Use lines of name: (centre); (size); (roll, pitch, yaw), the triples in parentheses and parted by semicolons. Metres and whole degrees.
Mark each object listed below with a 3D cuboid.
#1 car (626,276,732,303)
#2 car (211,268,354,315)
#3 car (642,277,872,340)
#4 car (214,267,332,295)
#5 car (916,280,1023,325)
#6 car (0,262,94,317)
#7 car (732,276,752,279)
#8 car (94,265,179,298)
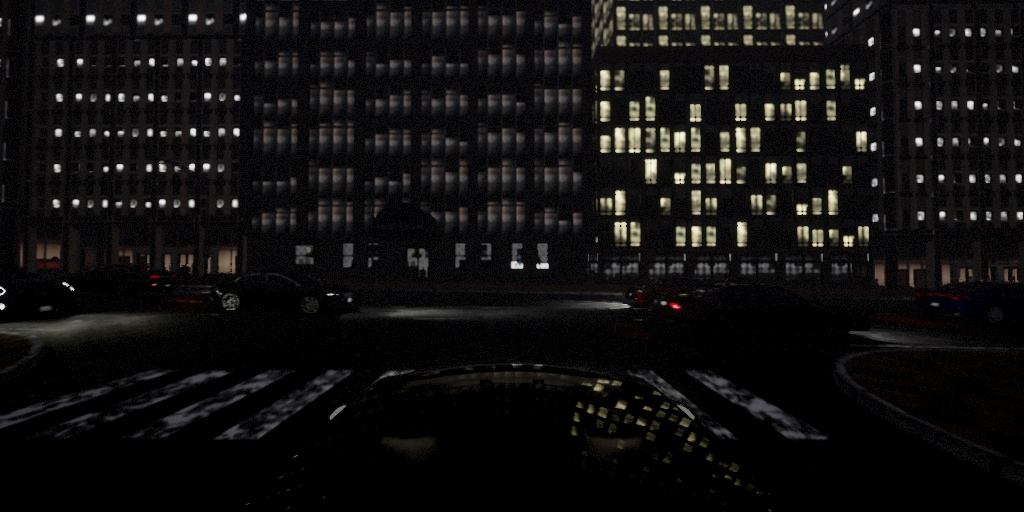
car: (7.628, 1.680, 17.032); (4.181, 1.385, 1.994); (1, -2, 1)
car: (-8.664, 1.329, 13.757); (4.902, 1.511, 2.128); (2, -1, 1)
car: (6.872, 1.480, 10.320); (5.357, 1.411, 2.033); (2, -1, 1)
car: (-13.528, 1.390, 20.515); (5.357, 1.411, 2.033); (1, -1, 1)
car: (18.365, 1.697, 13.460); (5.008, 1.535, 1.882); (1, -1, 1)
car: (-15.949, 0.925, 10.603); (4.553, 1.767, 2.097); (1, -1, 1)
car: (12.417, 1.838, 20.225); (4.181, 1.385, 1.994); (1, -1, 1)
car: (-19.028, 1.168, 17.333); (4.902, 1.511, 2.128); (1, -1, 1)
